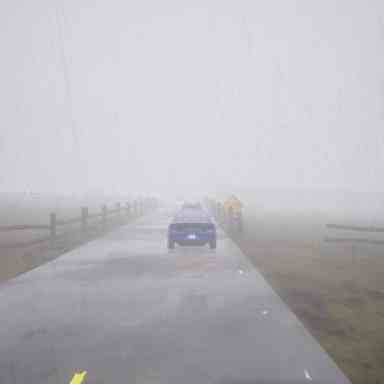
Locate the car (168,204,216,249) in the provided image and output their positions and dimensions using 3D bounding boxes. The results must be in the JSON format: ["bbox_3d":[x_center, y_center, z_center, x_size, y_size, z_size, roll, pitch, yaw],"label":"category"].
[{"bbox_3d":[0.000,1.489,14.653,1.882,1.535,5.008,0,0,0],"label":"car"}]

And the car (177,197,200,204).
[{"bbox_3d":[0.000,1.519,29.656,2.128,1.511,4.902,0,0,0],"label":"car"}]

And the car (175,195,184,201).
[{"bbox_3d":[-2.749,1.462,76.717,1.994,1.385,4.181,0,0,0],"label":"car"}]

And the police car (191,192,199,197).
[{"bbox_3d":[0.826,1.345,90.295,1.930,1.638,5.238,0,0,0],"label":"police car"}]

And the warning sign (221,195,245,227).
[{"bbox_3d":[2.468,1.125,20.159,1.300,1.860,1.060,1,1,0],"label":"warning sign"}]
